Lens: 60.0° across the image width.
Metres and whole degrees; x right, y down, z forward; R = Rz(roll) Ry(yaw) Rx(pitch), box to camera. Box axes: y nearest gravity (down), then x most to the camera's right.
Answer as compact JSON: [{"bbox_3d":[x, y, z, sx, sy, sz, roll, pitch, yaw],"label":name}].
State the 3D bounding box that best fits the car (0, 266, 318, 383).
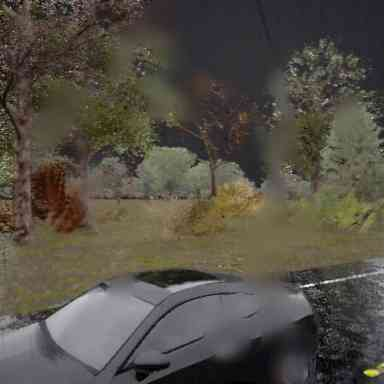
[{"bbox_3d":[-0.446,1.631,3.522,4.674,1.442,1.812,1,-2,-40],"label":"car"}]
